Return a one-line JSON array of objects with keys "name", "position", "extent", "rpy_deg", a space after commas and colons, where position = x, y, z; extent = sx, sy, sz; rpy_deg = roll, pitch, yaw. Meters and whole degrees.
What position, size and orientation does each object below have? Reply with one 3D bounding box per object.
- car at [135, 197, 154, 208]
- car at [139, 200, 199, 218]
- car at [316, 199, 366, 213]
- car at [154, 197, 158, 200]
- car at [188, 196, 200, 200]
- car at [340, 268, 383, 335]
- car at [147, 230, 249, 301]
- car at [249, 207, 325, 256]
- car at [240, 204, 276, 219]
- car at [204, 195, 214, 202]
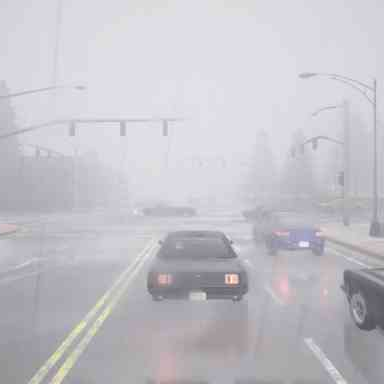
[{"name": "car", "position": [-6.901, 1.526, 47.328], "extent": [1.812, 1.442, 4.674], "rpy_deg": [0, 0, 0]}, {"name": "car", "position": [-1.861, 1.601, 29.134], "extent": [4.718, 1.301, 1.895], "rpy_deg": [0, 0, 2]}, {"name": "car", "position": [16.073, 1.478, 36.017], "extent": [5.008, 1.535, 1.882], "rpy_deg": [0, 0, 0]}, {"name": "car", "position": [-6.850, 1.564, 57.352], "extent": [1.994, 1.385, 4.181], "rpy_deg": [0, 0, 0]}, {"name": "car", "position": [0.354, 1.477, 59.889], "extent": [1.882, 1.535, 5.008], "rpy_deg": [0, 0, 0]}, {"name": "car", "position": [3.612, 1.601, 3.932], "extent": [1.895, 1.301, 4.718], "rpy_deg": [0, 0, 0]}, {"name": "car", "position": [0.097, 1.601, 8.243], "extent": [1.895, 1.301, 4.718], "rpy_deg": [0, 0, 0]}, {"name": "car", "position": [3.634, 1.526, 13.035], "extent": [1.812, 1.442, 4.674], "rpy_deg": [0, 0, 0]}, {"name": "car", "position": [6.105, 1.601, 25.420], "extent": [4.718, 1.301, 1.895], "rpy_deg": [0, 0, 1]}, {"name": "car", "position": [3.819, 1.355, 74.920], "extent": [2.097, 1.767, 4.553], "rpy_deg": [0, 0, 0]}]
